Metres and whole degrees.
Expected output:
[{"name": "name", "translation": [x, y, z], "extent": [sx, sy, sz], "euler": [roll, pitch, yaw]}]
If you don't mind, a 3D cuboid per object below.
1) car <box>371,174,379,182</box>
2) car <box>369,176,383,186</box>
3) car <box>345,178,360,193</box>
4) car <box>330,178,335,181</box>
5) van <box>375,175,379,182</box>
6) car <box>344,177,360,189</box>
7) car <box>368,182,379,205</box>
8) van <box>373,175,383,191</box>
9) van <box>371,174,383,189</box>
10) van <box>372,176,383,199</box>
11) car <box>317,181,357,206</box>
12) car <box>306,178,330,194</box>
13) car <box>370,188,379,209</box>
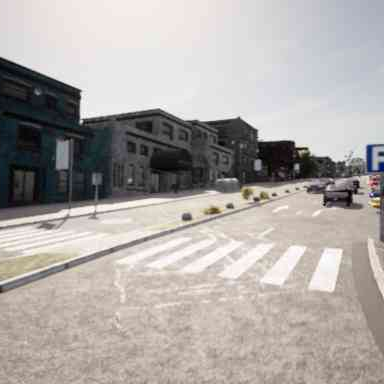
[{"name": "car", "translation": [16.050, -0.163, 24.207], "extent": [5.566, 2.045, 2.435], "euler": [0, 3, 8]}, {"name": "car", "translation": [33.107, -1.902, 56.519], "extent": [4.892, 1.521, 2.231], "euler": [0, 3, 8]}, {"name": "car", "translation": [17.759, -0.550, 37.905], "extent": [1.994, 1.385, 4.181], "euler": [0, 3, 28]}, {"name": "car", "translation": [19.579, -1.331, 48.522], "extent": [2.097, 1.767, 4.553], "euler": [0, 3, 28]}, {"name": "van", "translation": [14.775, 0.027, 21.508], "extent": [4.442, 1.987, 1.878], "euler": [0, 3, 8]}, {"name": "car", "translation": [23.907, -1.357, 49.573], "extent": [1.882, 1.535, 5.008], "euler": [0, 3, 28]}, {"name": "car", "translation": [13.057, 0.417, 18.869], "extent": [5.366, 1.575, 1.946], "euler": [0, 4, 8]}, {"name": "van", "translation": [24.716, -1.135, 40.335], "extent": [4.442, 1.987, 1.878], "euler": [0, 3, 8]}, {"name": "van", "translation": [27.324, -1.466, 45.736], "extent": [4.442, 1.987, 1.878], "euler": [0, 3, 8]}, {"name": "van", "translation": [18.803, -0.470, 29.601], "extent": [4.442, 1.987, 1.878], "euler": [0, 4, 8]}, {"name": "car", "translation": [11.132, 0.153, 25.323], "extent": [2.128, 1.511, 4.902], "euler": [0, 3, 28]}, {"name": "car", "translation": [14.885, -0.607, 39.636], "extent": [1.812, 1.442, 4.674], "euler": [0, 3, 28]}, {"name": "car", "translation": [10.394, 0.752, 13.473], "extent": [4.892, 1.521, 2.231], "euler": [0, 3, 8]}]
